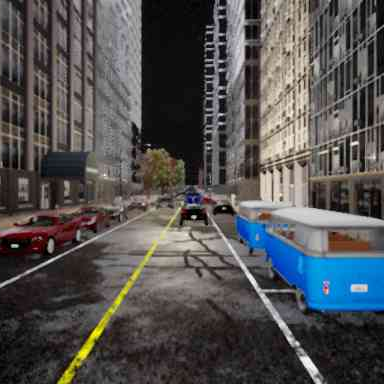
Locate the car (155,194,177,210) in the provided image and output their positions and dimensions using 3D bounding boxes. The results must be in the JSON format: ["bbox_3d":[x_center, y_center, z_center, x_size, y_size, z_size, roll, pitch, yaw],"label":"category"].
[{"bbox_3d":[-3.071,1.293,38.969,1.812,1.442,4.674,0,0,0],"label":"car"}]

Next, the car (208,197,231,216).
[{"bbox_3d":[2.708,1.390,29.999,1.947,1.339,4.313,0,0,0],"label":"car"}]

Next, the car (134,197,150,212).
[{"bbox_3d":[-5.670,1.228,35.701,1.967,1.590,4.097,0,0,0],"label":"car"}]

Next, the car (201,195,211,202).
[{"bbox_3d":[2.728,1.191,64.185,1.802,1.307,4.206,0,0,0],"label":"car"}]

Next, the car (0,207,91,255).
[{"bbox_3d":[-5.684,1.472,12.909,1.887,1.381,4.507,0,0,0],"label":"car"}]

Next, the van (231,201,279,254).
[{"bbox_3d":[2.697,1.269,12.902,1.690,1.788,3.998,0,0,0],"label":"van"}]

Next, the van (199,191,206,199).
[{"bbox_3d":[2.745,0.768,86.989,1.690,1.788,3.998,0,1,0],"label":"van"}]

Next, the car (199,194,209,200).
[{"bbox_3d":[2.735,1.080,75.587,2.008,1.369,4.403,0,0,0],"label":"car"}]

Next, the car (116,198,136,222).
[{"bbox_3d":[-5.676,1.410,24.305,2.008,1.369,4.403,0,0,0],"label":"car"}]

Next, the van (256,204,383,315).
[{"bbox_3d":[2.694,1.301,7.203,1.690,1.788,3.998,0,0,0],"label":"van"}]

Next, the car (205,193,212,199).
[{"bbox_3d":[2.724,1.190,58.488,1.887,1.381,4.507,0,0,0],"label":"car"}]

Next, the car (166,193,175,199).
[{"bbox_3d":[-5.637,0.992,86.996,1.947,1.339,4.313,0,1,0],"label":"car"}]

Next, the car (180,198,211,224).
[{"bbox_3d":[0.113,1.393,23.022,1.812,1.442,4.674,0,0,0],"label":"car"}]

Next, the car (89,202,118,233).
[{"bbox_3d":[-5.680,1.476,18.608,1.802,1.307,4.206,0,0,0],"label":"car"}]

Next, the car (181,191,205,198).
[{"bbox_3d":[0.132,0.981,40.627,2.150,2.045,5.566,0,1,0],"label":"car"}]

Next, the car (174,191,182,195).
[{"bbox_3d":[-2.953,0.605,80.258,1.837,1.490,4.892,0,1,0],"label":"car"}]
